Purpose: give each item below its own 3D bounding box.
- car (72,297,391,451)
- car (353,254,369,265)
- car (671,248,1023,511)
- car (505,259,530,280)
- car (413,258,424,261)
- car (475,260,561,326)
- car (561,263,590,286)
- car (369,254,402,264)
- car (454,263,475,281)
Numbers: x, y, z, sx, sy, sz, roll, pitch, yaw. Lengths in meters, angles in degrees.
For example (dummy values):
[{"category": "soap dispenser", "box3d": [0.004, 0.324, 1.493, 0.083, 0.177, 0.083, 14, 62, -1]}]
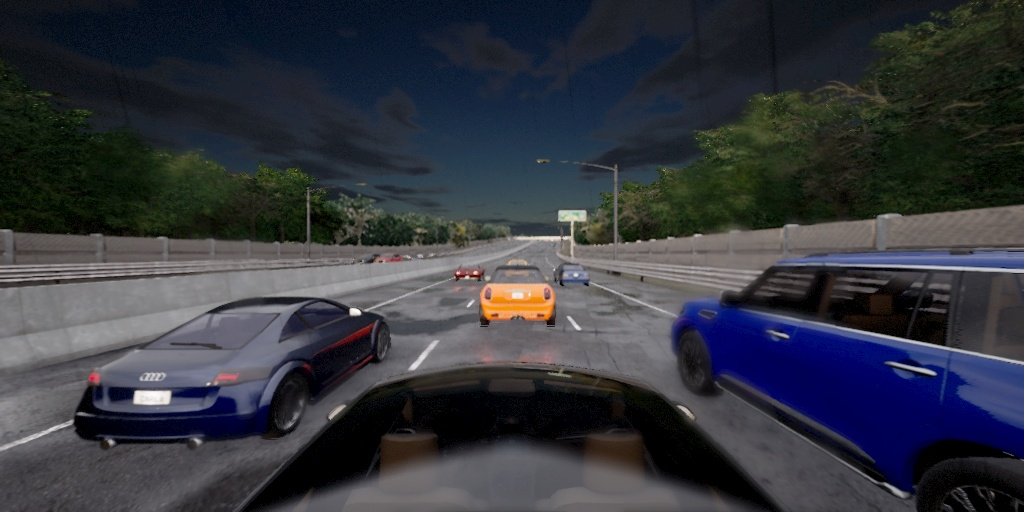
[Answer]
[{"category": "car", "box3d": [-3.380, 1.292, 5.383, 1.994, 1.385, 4.181, 0, 0, 0]}, {"category": "car", "box3d": [-20.030, 0.669, 50.133, 2.150, 2.045, 5.566, 0, 0, 3]}, {"category": "car", "box3d": [3.609, 0.963, 3.360, 2.150, 2.045, 5.566, 0, 0, 0]}, {"category": "car", "box3d": [0.486, 1.062, 30.341, 1.882, 1.535, 5.008, 0, 0, 1]}, {"category": "car", "box3d": [-13.062, 1.005, 49.424, 2.033, 1.411, 5.357, 0, 0, 3]}, {"category": "car", "box3d": [0.164, 1.045, 11.535, 2.097, 1.767, 4.553, 0, 0, 0]}, {"category": "car", "box3d": [3.833, 1.172, 23.743, 2.033, 1.411, 5.357, 0, 0, 1]}, {"category": "car", "box3d": [-16.608, 0.687, 48.338, 2.150, 2.045, 5.566, 0, 0, 3]}, {"category": "car", "box3d": [-3.088, 1.200, 27.375, 1.895, 1.301, 4.718, 0, 0, 1]}]
